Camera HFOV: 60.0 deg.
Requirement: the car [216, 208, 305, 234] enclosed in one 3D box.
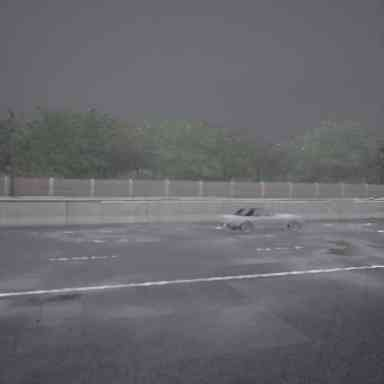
[{"bbox_3d":[3.873,1.533,18.643,4.718,1.301,1.895,0,0,-17],"label":"car"}]
